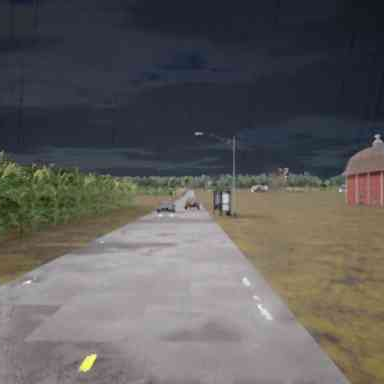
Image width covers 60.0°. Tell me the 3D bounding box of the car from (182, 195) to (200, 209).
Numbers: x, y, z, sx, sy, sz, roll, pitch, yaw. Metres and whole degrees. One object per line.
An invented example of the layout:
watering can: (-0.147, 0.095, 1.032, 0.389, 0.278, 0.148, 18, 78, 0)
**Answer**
car: (0.031, 1.523, 47.585, 2.097, 1.767, 4.553, -1, 0, 1)

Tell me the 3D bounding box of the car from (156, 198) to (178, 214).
car: (-2.848, 1.697, 37.564, 1.994, 1.385, 4.181, 0, 0, 0)

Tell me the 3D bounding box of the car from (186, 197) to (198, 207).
car: (-0.021, 1.715, 58.715, 2.128, 1.511, 4.902, -1, 0, 0)

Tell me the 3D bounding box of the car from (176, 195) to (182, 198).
car: (-2.766, 1.443, 78.341, 1.837, 1.490, 4.892, 0, 0, 0)

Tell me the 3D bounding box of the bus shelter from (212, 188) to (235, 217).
bus shelter: (3.119, 0.992, 33.484, 1.920, 2.740, 3.880, 0, 0, 0)
